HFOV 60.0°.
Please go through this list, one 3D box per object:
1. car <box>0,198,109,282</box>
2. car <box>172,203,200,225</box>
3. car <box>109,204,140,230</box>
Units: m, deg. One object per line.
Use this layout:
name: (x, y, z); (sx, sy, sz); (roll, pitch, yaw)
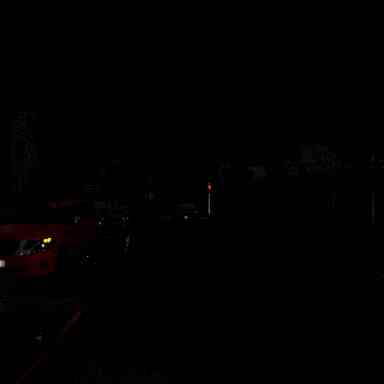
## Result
car: (-4.343, 1.239, 10.132); (2.150, 2.045, 5.566); (0, 0, -1)
car: (-0.470, 1.519, 24.322); (1.882, 1.535, 5.008); (0, 0, -2)
car: (-4.546, 1.514, 21.388); (1.882, 1.535, 5.008); (0, 0, -1)
